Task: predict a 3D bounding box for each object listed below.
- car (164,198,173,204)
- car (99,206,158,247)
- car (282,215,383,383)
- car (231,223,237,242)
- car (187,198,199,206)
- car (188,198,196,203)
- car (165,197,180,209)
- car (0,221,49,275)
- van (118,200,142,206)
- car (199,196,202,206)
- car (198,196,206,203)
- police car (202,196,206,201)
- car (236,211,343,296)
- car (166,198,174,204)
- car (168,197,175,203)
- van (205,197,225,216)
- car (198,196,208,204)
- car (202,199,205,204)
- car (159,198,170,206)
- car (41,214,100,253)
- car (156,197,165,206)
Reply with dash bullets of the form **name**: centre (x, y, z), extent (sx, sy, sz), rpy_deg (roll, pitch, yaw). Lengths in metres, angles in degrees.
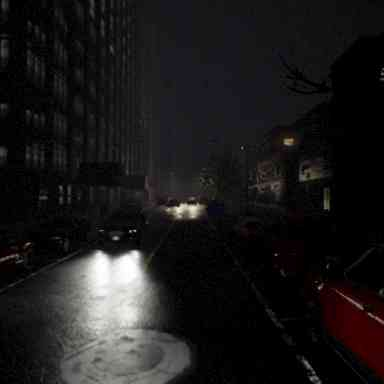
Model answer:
- **car**: centre (-5.683, 2.176, 80.724), extent (1.752, 1.417, 4.829), rpy_deg (1, 0, 0)
- **car**: centre (-3.101, 1.636, 15.990), extent (2.128, 1.511, 4.902), rpy_deg (0, 0, 0)
- **car**: centre (2.703, 1.346, 3.250), extent (2.192, 1.841, 5.009), rpy_deg (1, -1, 0)
- **car**: centre (2.700, 1.657, 14.513), extent (1.752, 1.417, 4.829), rpy_deg (1, 0, 0)
- **car**: centre (-0.004, 2.167, 66.494), extent (1.895, 1.301, 4.718), rpy_deg (0, 0, 0)
- **car**: centre (-0.004, 2.096, 85.551), extent (1.895, 1.301, 4.718), rpy_deg (0, 0, 0)
- **car**: centre (-3.067, 1.947, 56.102), extent (1.882, 1.535, 5.008), rpy_deg (0, 0, 0)
- **car**: centre (-5.681, 1.663, 8.795), extent (1.802, 1.307, 4.206), rpy_deg (1, -1, 0)
- **van**: centre (-5.678, 1.612, 30.983), extent (1.690, 1.788, 3.998), rpy_deg (1, 0, 0)
- **car**: centre (2.698, 2.099, 69.975), extent (1.752, 1.417, 4.829), rpy_deg (1, 0, 0)
- **car**: centre (2.700, 2.045, 91.991), extent (2.192, 1.841, 5.009), rpy_deg (1, 0, 0)
- **police car**: centre (2.997, 1.869, 52.667), extent (1.930, 1.638, 5.238), rpy_deg (0, 0, 0)
- **car**: centre (2.703, 1.397, 8.799), extent (2.192, 1.841, 5.009), rpy_deg (1, -1, 0)
- **car**: centre (-5.684, 2.257, 86.441), extent (1.947, 1.339, 4.313), rpy_deg (1, 0, 0)
- **car**: centre (-5.683, 2.254, 91.817), extent (1.752, 1.417, 4.829), rpy_deg (1, 0, 0)
- **van**: centre (2.702, 1.657, 36.530), extent (1.690, 1.788, 3.998), rpy_deg (1, 0, 0)
- **car**: centre (2.701, 1.967, 80.898), extent (2.192, 1.841, 5.009), rpy_deg (1, 0, 0)
- **car**: centre (2.698, 1.926, 42.074), extent (1.947, 1.339, 4.313), rpy_deg (1, 0, 0)
- **car**: centre (-5.682, 2.096, 69.632), extent (1.752, 1.417, 4.829), rpy_deg (1, 0, 0)
- **car**: centre (-5.680, 1.675, 14.342), extent (1.887, 1.381, 4.507), rpy_deg (1, -1, 0)
- **car**: centre (-5.679, 1.846, 64.259), extent (2.192, 1.841, 5.009), rpy_deg (1, 0, 0)
